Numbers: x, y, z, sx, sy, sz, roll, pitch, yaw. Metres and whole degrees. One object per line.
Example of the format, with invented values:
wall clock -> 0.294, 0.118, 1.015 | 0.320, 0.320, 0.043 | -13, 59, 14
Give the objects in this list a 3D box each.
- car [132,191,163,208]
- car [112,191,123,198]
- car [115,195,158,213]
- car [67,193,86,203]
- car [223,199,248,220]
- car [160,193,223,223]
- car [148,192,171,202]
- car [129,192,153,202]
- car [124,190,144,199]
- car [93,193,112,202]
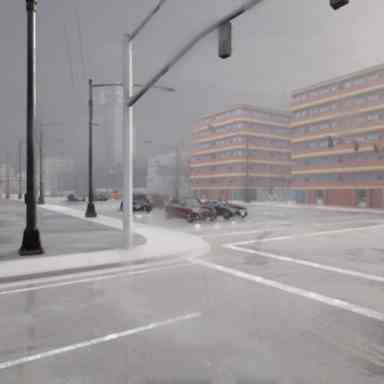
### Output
car -> -4.802, 1.006, 37.641 | 2.097, 1.767, 4.553 | 0, 1, -35
car -> -14.521, 0.531, 64.503 | 2.097, 1.767, 4.553 | 0, 1, -34
car -> -5.474, 1.288, 32.409 | 1.994, 1.385, 4.181 | 0, 1, -34
car -> -17.341, 0.845, 49.913 | 2.128, 1.511, 4.902 | 0, 1, -34
car -> 2.433, 1.340, 27.014 | 2.128, 1.511, 4.902 | 0, 1, -35
car -> -0.134, 1.214, 24.569 | 2.097, 1.767, 4.553 | 0, 1, -34
car -> -5.771, 0.843, 57.880 | 1.837, 1.490, 4.892 | 0, 1, -34
car -> -8.664, 0.834, 55.909 | 2.128, 1.511, 4.902 | 0, 1, -34
car -> -11.629, 0.528, 66.474 | 2.097, 1.767, 4.553 | 0, 1, -34
car -> -14.595, 0.910, 52.105 | 1.994, 1.385, 4.181 | 0, 1, -34
